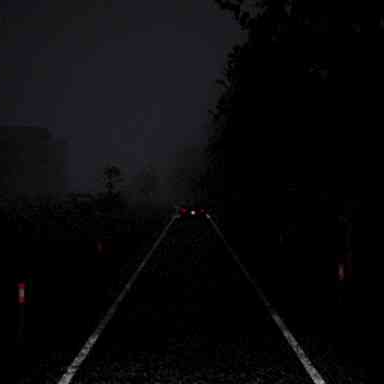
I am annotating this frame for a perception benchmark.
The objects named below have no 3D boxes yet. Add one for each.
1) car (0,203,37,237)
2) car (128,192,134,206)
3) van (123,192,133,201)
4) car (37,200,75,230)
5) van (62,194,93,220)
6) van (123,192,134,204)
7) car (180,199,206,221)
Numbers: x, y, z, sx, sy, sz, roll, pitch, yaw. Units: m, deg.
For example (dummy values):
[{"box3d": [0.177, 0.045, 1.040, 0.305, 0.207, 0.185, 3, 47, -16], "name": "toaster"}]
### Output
[{"box3d": [-9.084, 1.388, 14.517, 2.231, 1.521, 4.892, 0, -1, -2], "name": "car"}, {"box3d": [-10.433, 1.053, 53.264, 2.435, 2.045, 5.566, 1, -1, -9], "name": "car"}, {"box3d": [-14.557, 1.055, 75.130, 1.878, 1.987, 4.442, 1, -1, -16], "name": "van"}, {"box3d": [-9.094, 1.409, 20.028, 2.163, 1.488, 4.792, 0, -1, -2], "name": "car"}, {"box3d": [-9.110, 1.141, 26.540, 1.878, 1.987, 4.442, 0, -1, -3], "name": "van"}, {"box3d": [-11.149, 1.061, 58.720, 1.878, 1.987, 4.442, 1, -1, -10], "name": "van"}, {"box3d": [0.078, 1.505, 26.571, 1.994, 1.385, 4.181, 0, 0, 0], "name": "car"}]
